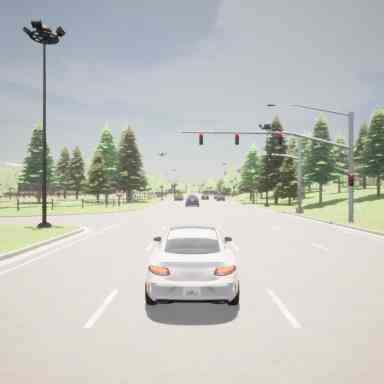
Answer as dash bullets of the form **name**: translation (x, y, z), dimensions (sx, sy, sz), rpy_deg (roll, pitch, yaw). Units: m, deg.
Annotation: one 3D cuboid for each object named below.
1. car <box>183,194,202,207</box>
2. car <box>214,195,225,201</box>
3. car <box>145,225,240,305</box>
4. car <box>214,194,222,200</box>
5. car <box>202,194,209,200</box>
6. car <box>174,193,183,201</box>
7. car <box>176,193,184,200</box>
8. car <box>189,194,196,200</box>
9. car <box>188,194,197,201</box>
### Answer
- **car**: translation (0.078, 1.352, 51.810), dimensions (2.097, 1.767, 4.553), rpy_deg (0, 0, 0)
- **car**: translation (7.124, 1.517, 82.442), dimensions (2.128, 1.511, 4.902), rpy_deg (0, 0, 0)
- **car**: translation (0.018, 1.526, 7.937), dimensions (1.812, 1.442, 4.674), rpy_deg (0, 0, 0)
- **car**: translation (7.140, 1.385, 92.862), dimensions (1.994, 1.385, 4.181), rpy_deg (0, 0, 0)
- **car**: translation (3.640, 1.355, 93.251), dimensions (2.097, 1.767, 4.553), rpy_deg (0, 0, 0)
- **car**: translation (-3.375, 1.544, 82.842), dimensions (1.994, 1.385, 4.181), rpy_deg (0, 0, 0)
- **car**: translation (-3.360, 1.187, 92.848), dimensions (2.097, 1.767, 4.553), rpy_deg (0, 0, 0)
- **car**: translation (0.140, 1.332, 92.873), dimensions (1.837, 1.490, 4.892), rpy_deg (0, 0, 0)
- **car**: translation (0.125, 1.347, 82.840), dimensions (2.097, 1.767, 4.553), rpy_deg (0, 0, 0)
